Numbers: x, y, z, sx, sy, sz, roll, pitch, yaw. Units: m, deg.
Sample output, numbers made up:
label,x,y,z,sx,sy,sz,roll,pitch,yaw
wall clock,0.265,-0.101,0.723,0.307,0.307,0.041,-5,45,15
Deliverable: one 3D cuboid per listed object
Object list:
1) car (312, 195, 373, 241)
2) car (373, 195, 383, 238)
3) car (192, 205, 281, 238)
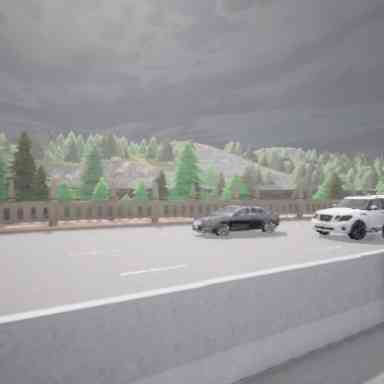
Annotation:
label,x,y,z,sx,sy,sz,roll,pitch,yaw
car,8.656,1.196,16.695,5.566,2.045,2.150,0,0,-25
car,10.420,1.211,13.672,5.566,2.045,2.150,0,0,-25
car,2.367,1.438,17.372,4.902,1.511,2.128,0,0,-28
